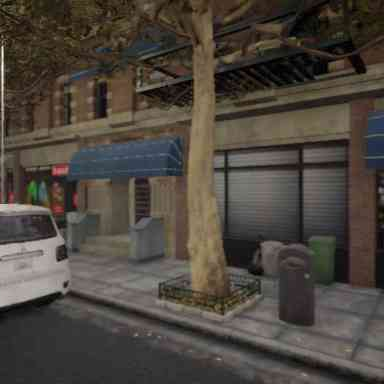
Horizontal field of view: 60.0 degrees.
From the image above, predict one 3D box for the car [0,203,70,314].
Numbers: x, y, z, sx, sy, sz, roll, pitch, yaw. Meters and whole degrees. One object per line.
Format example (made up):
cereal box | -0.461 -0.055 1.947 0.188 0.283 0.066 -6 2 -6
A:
car | -4.809 1.246 6.750 5.566 2.045 2.435 0 0 35
